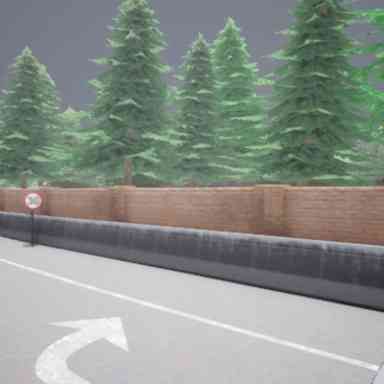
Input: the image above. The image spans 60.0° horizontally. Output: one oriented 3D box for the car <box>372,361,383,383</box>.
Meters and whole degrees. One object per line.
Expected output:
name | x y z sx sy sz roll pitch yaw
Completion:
car | 3.480 1.613 1.534 4.718 1.301 1.895 0 0 35
